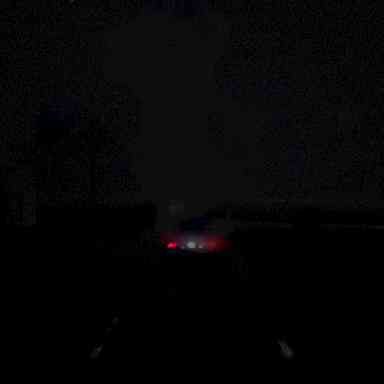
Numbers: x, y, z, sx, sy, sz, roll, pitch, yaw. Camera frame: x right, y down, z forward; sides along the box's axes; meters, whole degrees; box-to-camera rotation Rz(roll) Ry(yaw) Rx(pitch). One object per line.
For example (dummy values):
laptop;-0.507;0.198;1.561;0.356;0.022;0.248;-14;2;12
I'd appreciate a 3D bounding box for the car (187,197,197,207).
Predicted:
car;0.023;2.509;73.748;1.837;1.490;4.892;0;-1;0

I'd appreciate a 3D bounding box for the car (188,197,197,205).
car;0.026;2.282;84.069;2.150;2.045;5.566;0;-1;0

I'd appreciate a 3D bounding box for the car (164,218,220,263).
car;0.015;1.690;12.540;2.033;1.411;5.357;0;-1;0

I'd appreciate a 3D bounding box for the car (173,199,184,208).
car;-2.737;2.268;67.367;2.097;1.767;4.553;0;-1;0
